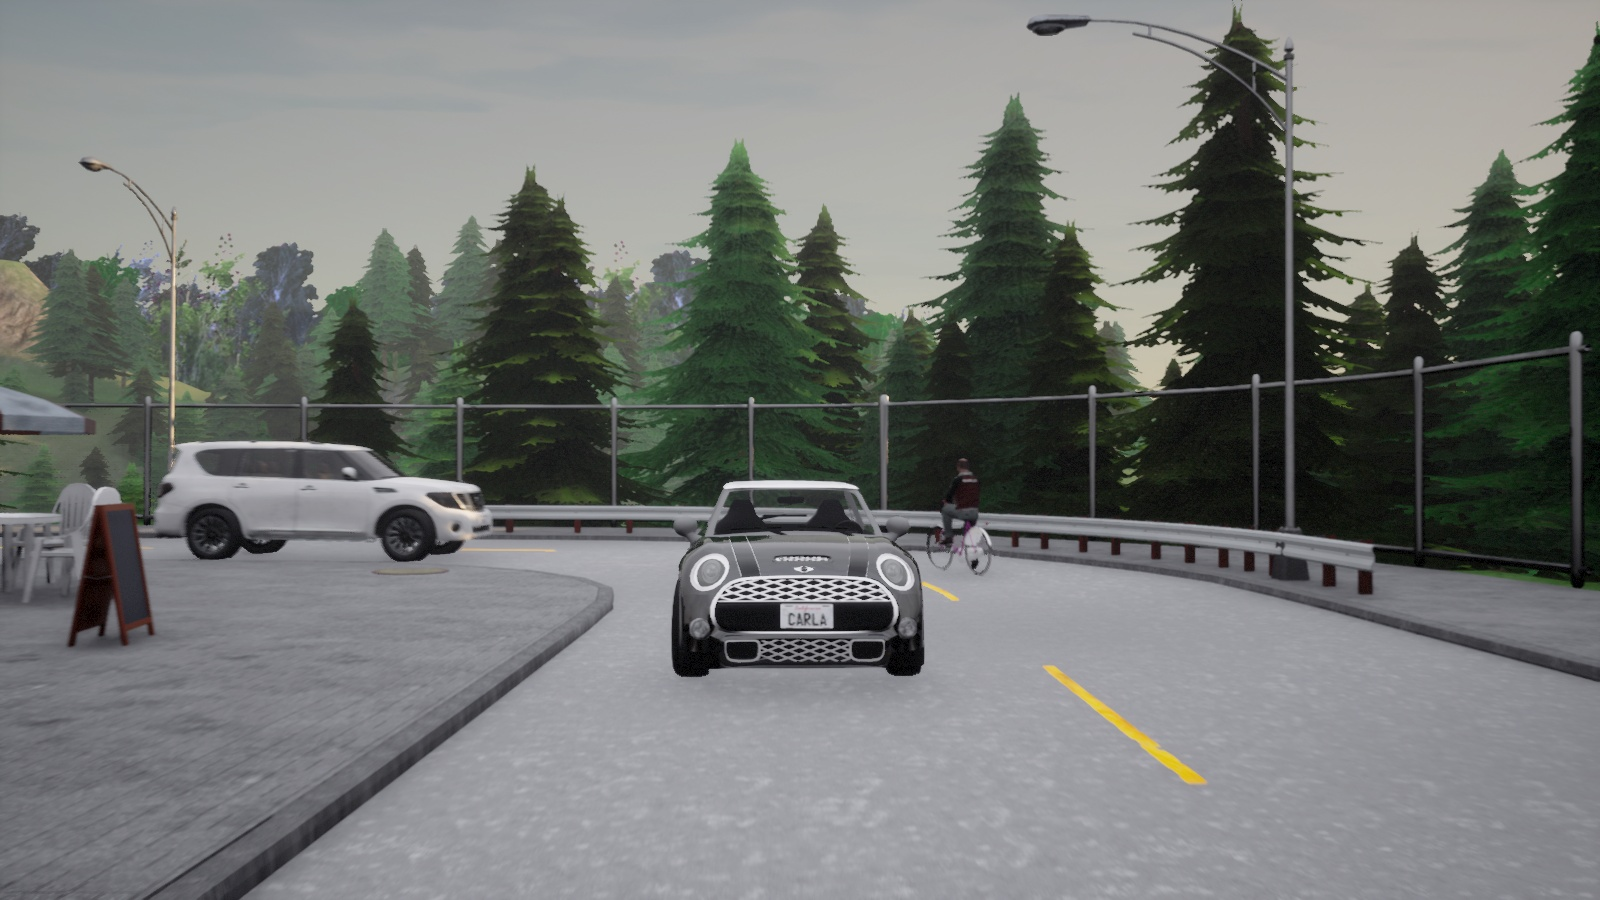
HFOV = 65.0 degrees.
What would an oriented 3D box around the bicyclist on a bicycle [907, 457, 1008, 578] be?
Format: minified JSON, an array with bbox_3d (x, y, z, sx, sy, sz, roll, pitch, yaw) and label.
[{"bbox_3d":[2.398,1.002,19.396,0.659,1.776,1.843,-1,0,-24],"label":"bicyclist on a bicycle"}]

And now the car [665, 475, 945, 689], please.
[{"bbox_3d":[-0.071,0.960,10.734,1.970,1.475,3.806,0,-1,-3],"label":"car"}]

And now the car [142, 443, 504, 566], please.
[{"bbox_3d":[-8.257,0.938,22.139,5.566,2.045,2.150,0,-1,1],"label":"car"}]
